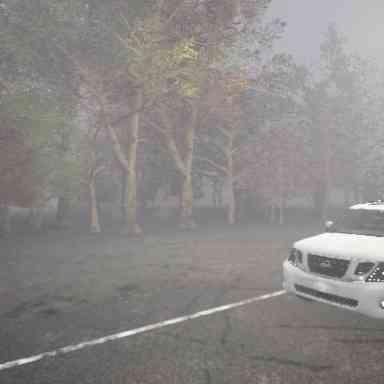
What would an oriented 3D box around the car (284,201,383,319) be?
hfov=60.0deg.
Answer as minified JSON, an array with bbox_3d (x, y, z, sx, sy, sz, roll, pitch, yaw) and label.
[{"bbox_3d":[4.418,1.226,7.142,5.566,2.045,2.150,0,0,-35],"label":"car"}]
